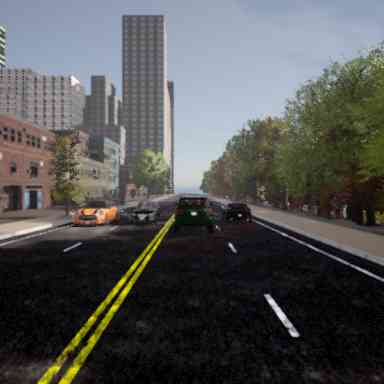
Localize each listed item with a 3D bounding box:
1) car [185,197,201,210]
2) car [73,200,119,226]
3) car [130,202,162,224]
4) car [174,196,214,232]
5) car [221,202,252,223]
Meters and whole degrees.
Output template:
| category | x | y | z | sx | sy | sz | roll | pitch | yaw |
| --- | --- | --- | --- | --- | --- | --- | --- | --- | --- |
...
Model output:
| category | x | y | z | sx | sy | sz | roll | pitch | yaw |
| --- | --- | --- | --- | --- | --- | --- | --- | --- | --- |
| car | 0.112 | 1.470 | 43.524 | 1.882 | 1.535 | 5.008 | 0 | 0 | 0 |
| car | -6.584 | 1.352 | 23.213 | 2.097 | 1.767 | 4.553 | 0 | 0 | 0 |
| car | -3.332 | 1.490 | 24.676 | 2.128 | 1.511 | 4.902 | 0 | 0 | 0 |
| car | 0.106 | 1.221 | 20.063 | 2.150 | 2.045 | 5.566 | 0 | 0 | 0 |
| car | 3.355 | 1.475 | 25.746 | 1.882 | 1.535 | 5.008 | 0 | 0 | 0 |
